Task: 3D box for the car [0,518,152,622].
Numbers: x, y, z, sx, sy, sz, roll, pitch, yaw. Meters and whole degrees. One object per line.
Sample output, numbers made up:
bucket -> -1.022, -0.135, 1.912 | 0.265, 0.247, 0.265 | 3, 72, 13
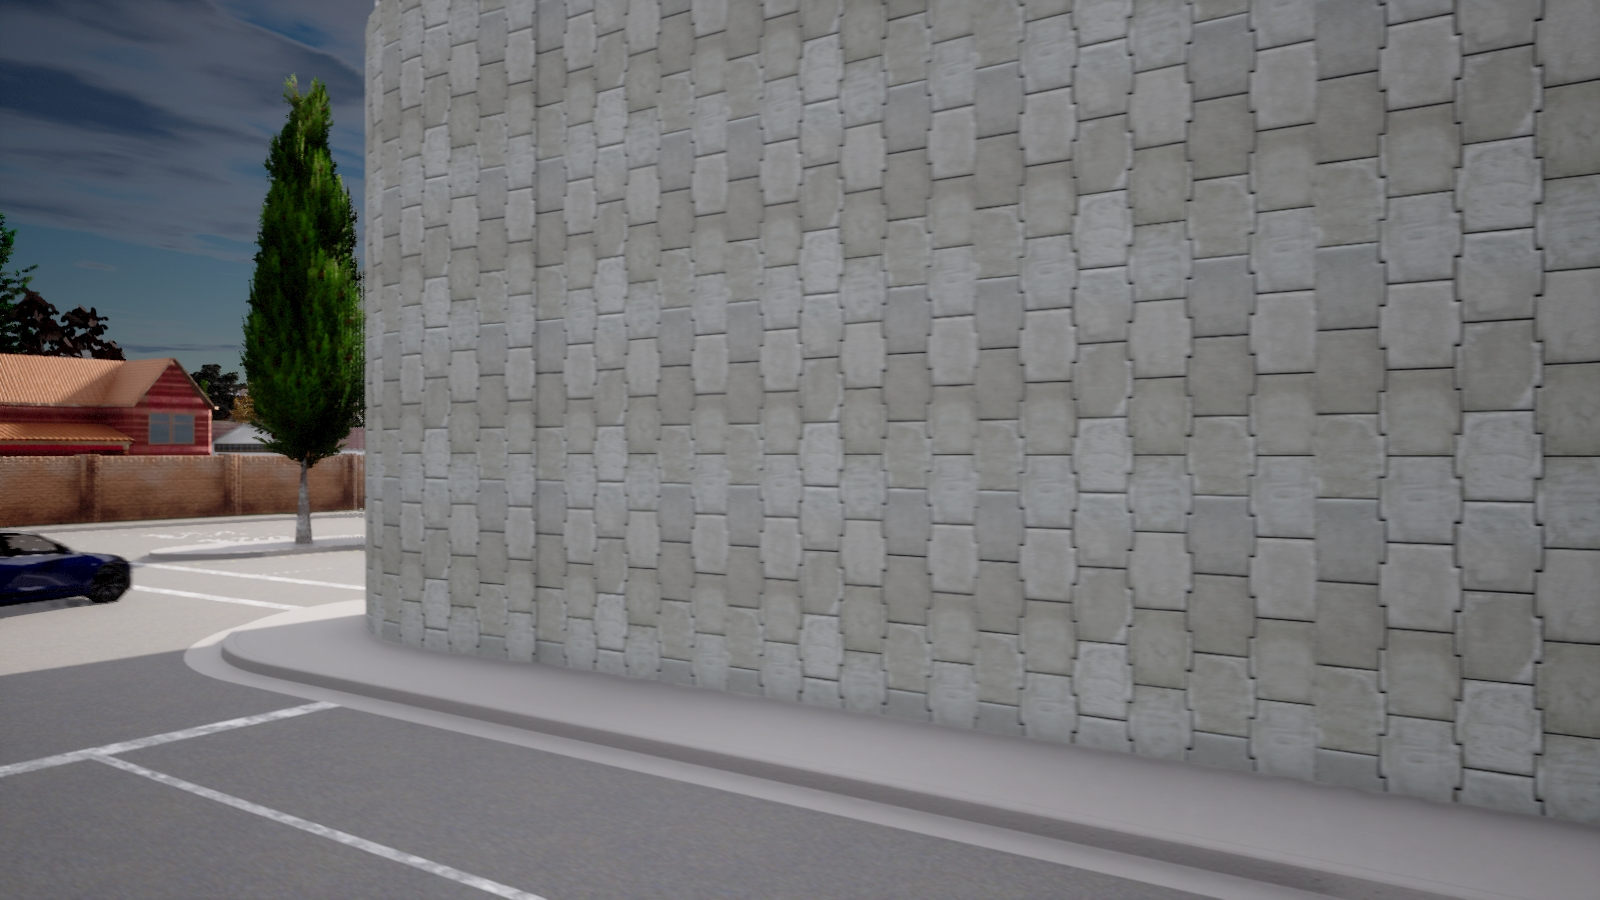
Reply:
car -> -13.920, 2.060, 19.534 | 2.163, 1.488, 4.792 | 0, 0, 16
